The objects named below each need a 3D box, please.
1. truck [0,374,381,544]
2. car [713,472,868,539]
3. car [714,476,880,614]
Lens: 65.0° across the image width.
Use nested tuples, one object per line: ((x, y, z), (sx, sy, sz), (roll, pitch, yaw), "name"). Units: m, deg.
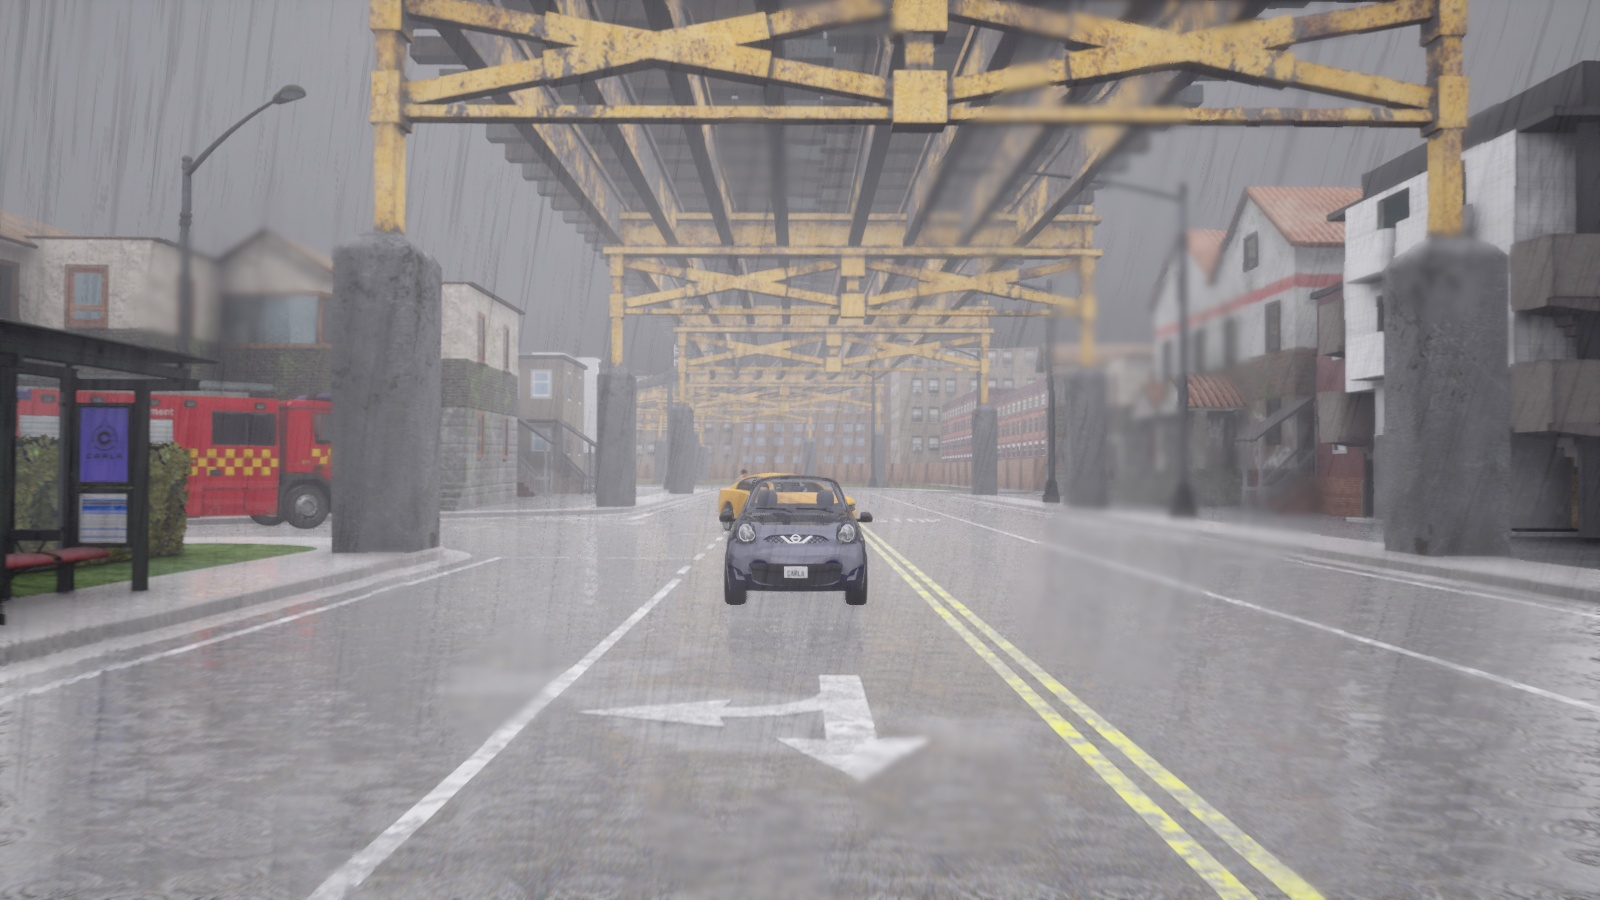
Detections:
((-15.421, 0.251, 32.192), (8.468, 3.827, 2.891), (1, -1, -44), "truck")
((-0.351, 1.322, 31.525), (1.882, 1.535, 5.008), (1, -1, -27), "car")
((-0.038, 1.093, 15.762), (1.845, 1.501, 3.633), (0, -1, 0), "car")
